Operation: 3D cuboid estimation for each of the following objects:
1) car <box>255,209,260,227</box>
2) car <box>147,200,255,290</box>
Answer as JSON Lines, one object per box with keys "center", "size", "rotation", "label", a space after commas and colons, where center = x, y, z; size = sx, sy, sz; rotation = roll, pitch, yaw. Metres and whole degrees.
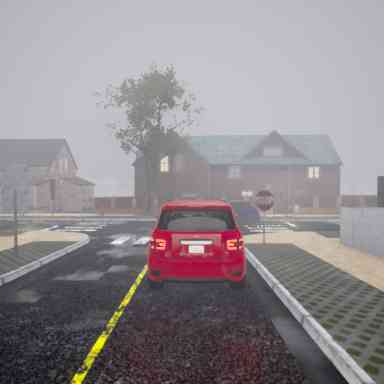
{"center": [1.949, 1.348, 21.090], "size": [4.553, 1.767, 2.097], "rotation": [-1, 1, -22], "label": "car"}
{"center": [0.138, 1.218, 9.210], "size": [2.150, 2.045, 5.566], "rotation": [0, 0, 1], "label": "car"}
